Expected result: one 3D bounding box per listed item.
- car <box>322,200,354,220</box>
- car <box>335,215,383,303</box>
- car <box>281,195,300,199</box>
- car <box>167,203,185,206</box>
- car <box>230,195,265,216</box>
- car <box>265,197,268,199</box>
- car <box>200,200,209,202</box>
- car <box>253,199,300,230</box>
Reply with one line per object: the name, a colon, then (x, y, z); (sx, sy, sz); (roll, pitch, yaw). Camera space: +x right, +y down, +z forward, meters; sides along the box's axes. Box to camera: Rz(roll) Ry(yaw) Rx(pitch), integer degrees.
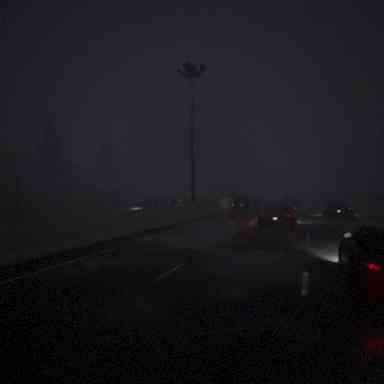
car: (10.569, 1.245, 24.252); (1.994, 1.385, 4.181); (0, 1, 20)
car: (4.533, 1.452, 7.557); (1.994, 1.385, 4.181); (0, 1, 20)
car: (10.897, 1.049, 36.859); (1.882, 1.535, 5.008); (0, 0, 15)
car: (-1.736, 1.031, 43.804); (2.097, 1.767, 4.553); (-1, 0, 13)
car: (4.703, 1.059, 28.736); (2.097, 1.767, 4.553); (0, 1, 19)
car: (8.705, 1.071, 42.755); (1.812, 1.442, 4.674); (0, 1, 13)
car: (1.659, 1.121, 42.951); (2.128, 1.511, 4.902); (0, 0, 13)
car: (5.042, 1.347, 19.252); (1.994, 1.385, 4.181); (0, 1, 20)
